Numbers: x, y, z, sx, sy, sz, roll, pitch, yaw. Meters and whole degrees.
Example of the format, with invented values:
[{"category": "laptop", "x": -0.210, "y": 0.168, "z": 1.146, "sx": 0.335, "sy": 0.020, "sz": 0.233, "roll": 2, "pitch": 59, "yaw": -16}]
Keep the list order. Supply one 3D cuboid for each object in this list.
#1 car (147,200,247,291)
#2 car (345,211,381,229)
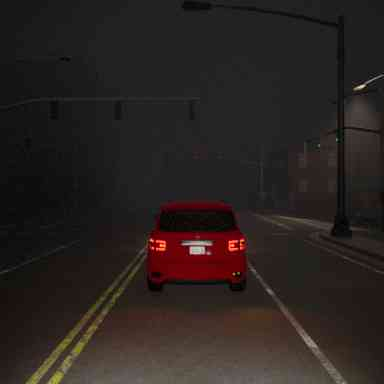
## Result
[{"category": "car", "x": 0.098, "y": 1.221, "z": 9.118, "sx": 2.150, "sy": 2.045, "sz": 5.566, "roll": 0, "pitch": 0, "yaw": 0}, {"category": "car", "x": 15.426, "y": 2.488, "z": 29.717, "sx": 4.902, "sy": 1.511, "sz": 2.128, "roll": 8, "pitch": 0, "yaw": 0}]
